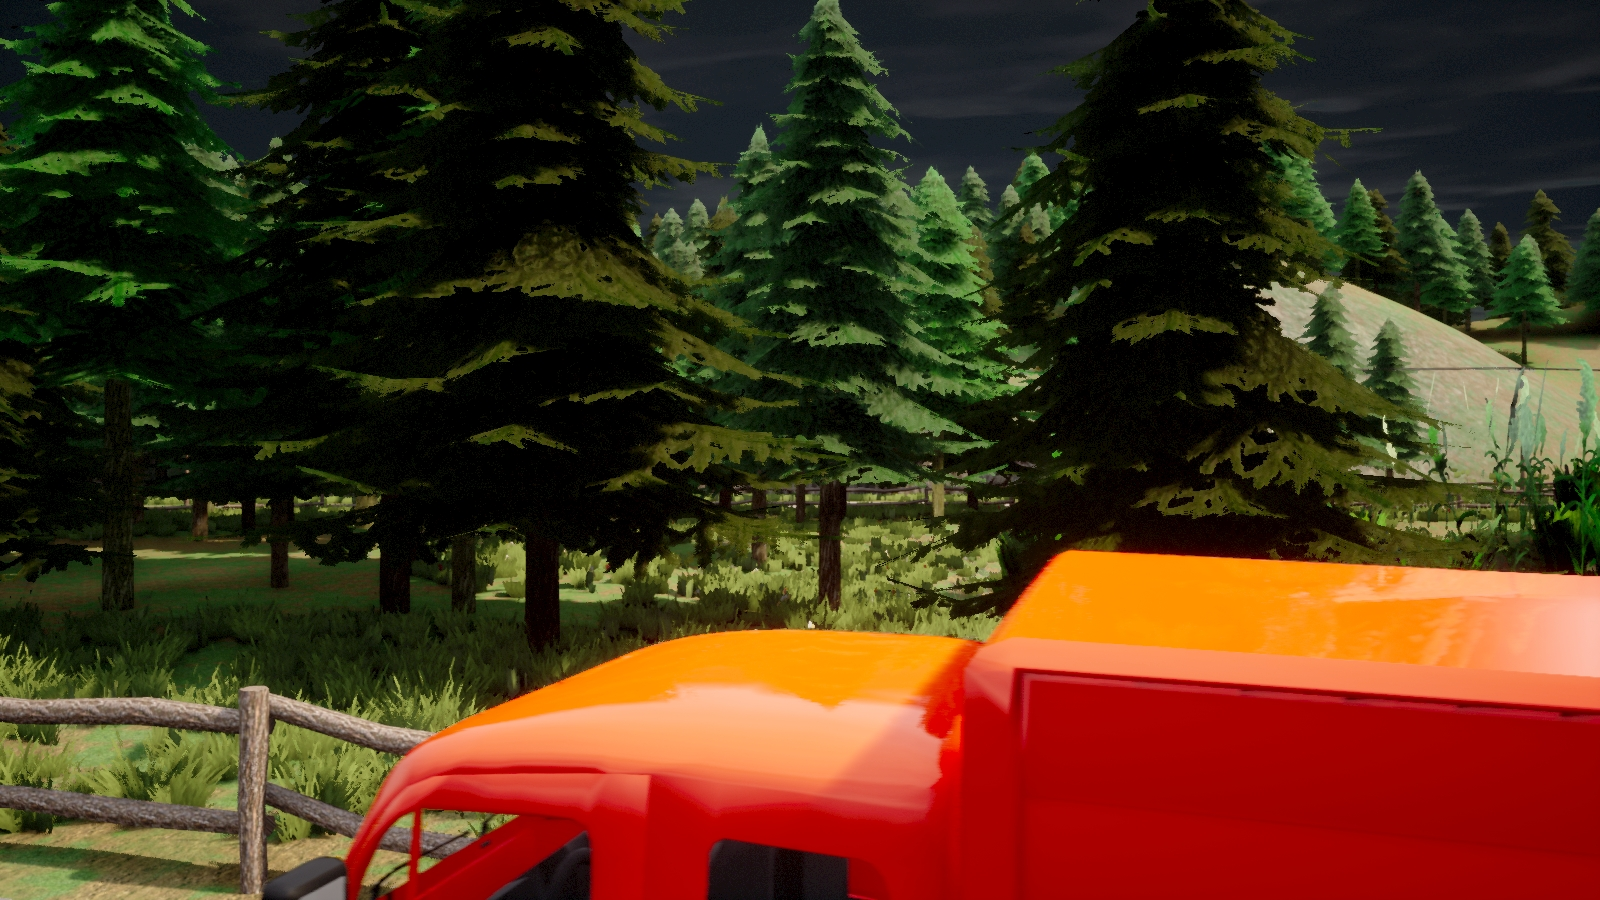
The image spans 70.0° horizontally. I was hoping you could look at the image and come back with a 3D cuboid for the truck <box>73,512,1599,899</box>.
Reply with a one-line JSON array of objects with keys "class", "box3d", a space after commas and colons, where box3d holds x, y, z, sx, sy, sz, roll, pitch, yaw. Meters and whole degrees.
[{"class": "truck", "box3d": [1.320, 1.548, 2.940, 5.204, 2.467, 2.627, 1, 0, 17]}]
